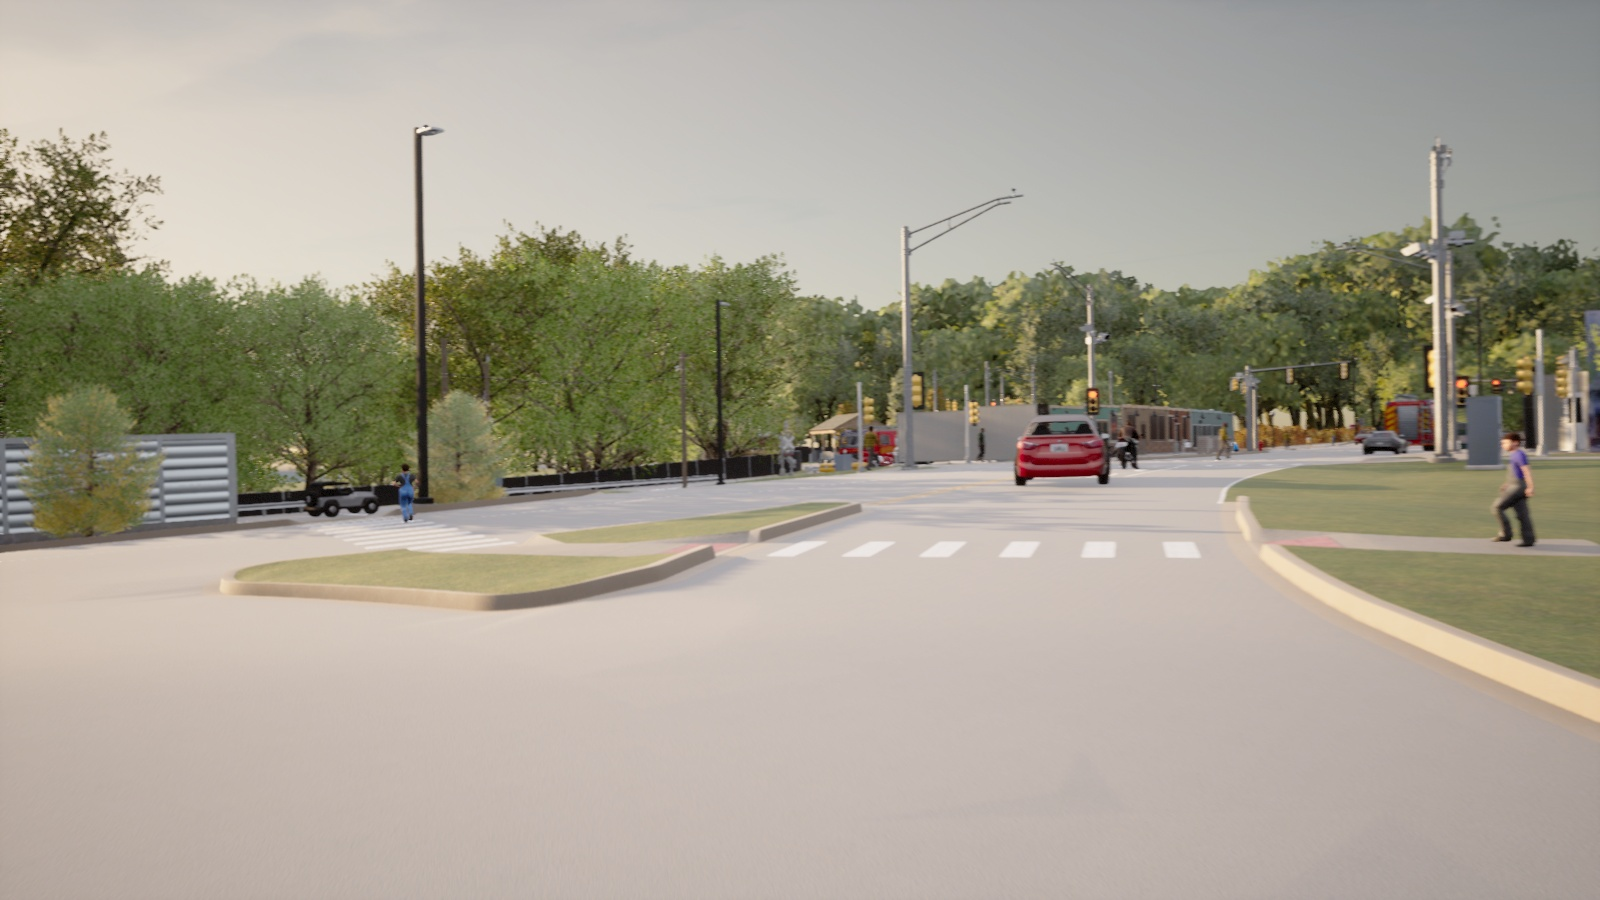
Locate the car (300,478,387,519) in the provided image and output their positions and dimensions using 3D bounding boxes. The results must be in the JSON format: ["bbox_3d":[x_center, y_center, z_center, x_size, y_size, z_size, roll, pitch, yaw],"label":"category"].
[{"bbox_3d":[-24.219,2.549,66.722,1.905,1.878,3.866,-1,1,39],"label":"car"}]

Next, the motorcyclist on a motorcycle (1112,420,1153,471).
[{"bbox_3d":[10.235,-0.145,38.623,0.797,1.523,2.044,-1,0,26],"label":"motorcyclist on a motorcycle"}]

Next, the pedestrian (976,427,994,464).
[{"bbox_3d":[9.691,-0.239,65.655,0.788,1.949,0.423,-1,-1,39],"label":"pedestrian"}]

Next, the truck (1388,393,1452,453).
[{"bbox_3d":[42.517,-1.790,85.953,2.891,3.827,8.468,-1,0,33],"label":"truck"}]

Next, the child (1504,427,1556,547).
[{"bbox_3d":[7.812,0.395,13.446,0.437,1.263,0.270,-1,0,24],"label":"child"}]

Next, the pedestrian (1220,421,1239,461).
[{"bbox_3d":[20.125,-0.413,58.822,0.726,1.835,0.370,-1,-1,30],"label":"pedestrian"}]

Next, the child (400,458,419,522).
[{"bbox_3d":[-7.893,0.803,25.376,0.270,1.263,0.437,-1,-1,-30],"label":"child"}]

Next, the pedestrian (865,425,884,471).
[{"bbox_3d":[3.012,-0.067,50.863,0.431,1.840,0.709,-1,-1,32],"label":"pedestrian"}]

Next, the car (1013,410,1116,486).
[{"bbox_3d":[6.510,-0.095,30.600,2.242,1.667,4.611,-1,1,14],"label":"car"}]

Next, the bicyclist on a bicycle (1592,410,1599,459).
[{"bbox_3d":[30.276,-0.582,46.217,1.843,1.776,0.659,-1,0,38],"label":"bicyclist on a bicycle"}]

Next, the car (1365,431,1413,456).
[{"bbox_3d":[34.272,-0.382,72.987,1.994,1.385,4.181,-1,0,32],"label":"car"}]
